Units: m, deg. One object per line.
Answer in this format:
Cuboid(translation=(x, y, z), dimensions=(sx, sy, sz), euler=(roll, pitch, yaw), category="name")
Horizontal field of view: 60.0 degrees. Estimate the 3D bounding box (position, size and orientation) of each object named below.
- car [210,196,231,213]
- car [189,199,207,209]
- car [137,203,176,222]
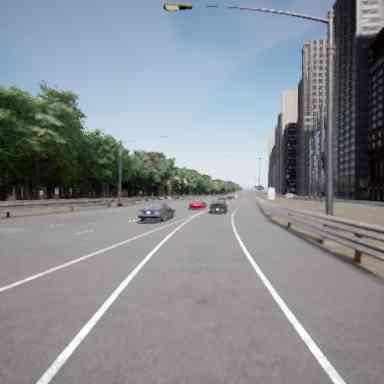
Cuboid(translation=(3.153, 1.602, 38.423), dimensions=(1.837, 1.490, 4.892), euler=(0, 0, 9), category="car")
Cuboid(translation=(0.827, 1.656, 46.179), dimensions=(1.994, 1.385, 4.181), euler=(1, 0, 10), category="car")
Cuboid(translation=(-2.712, 1.559, 26.467), dimensions=(2.033, 1.411, 5.357), euler=(0, 0, 10), category="car")
